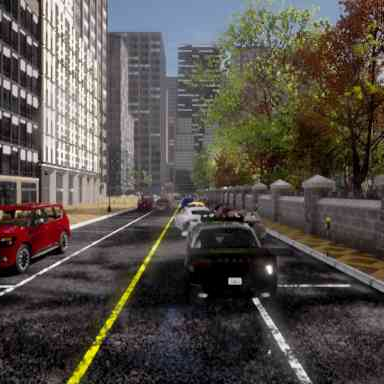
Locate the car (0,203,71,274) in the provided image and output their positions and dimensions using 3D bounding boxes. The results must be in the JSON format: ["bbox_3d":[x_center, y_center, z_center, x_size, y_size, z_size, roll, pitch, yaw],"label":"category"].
[{"bbox_3d":[-5.552,1.313,10.689,2.192,1.841,5.009,0,0,-1],"label":"car"}]

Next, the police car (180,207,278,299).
[{"bbox_3d":[0.757,1.424,8.647,1.930,1.638,5.238,0,0,-1],"label":"police car"}]

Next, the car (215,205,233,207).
[{"bbox_3d":[2.409,1.547,16.186,2.008,1.369,4.403,0,0,-1],"label":"car"}]

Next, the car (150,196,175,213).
[{"bbox_3d":[-3.244,1.514,37.457,1.812,1.442,4.674,0,0,0],"label":"car"}]

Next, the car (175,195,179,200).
[{"bbox_3d":[-3.762,1.517,86.411,1.994,1.385,4.181,0,0,-1],"label":"car"}]

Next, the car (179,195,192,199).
[{"bbox_3d":[-0.483,1.461,45.857,1.882,1.535,5.008,0,0,0],"label":"car"}]

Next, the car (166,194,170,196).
[{"bbox_3d":[-6.214,1.275,77.180,2.192,1.841,5.009,0,0,-1],"label":"car"}]

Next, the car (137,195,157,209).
[{"bbox_3d":[-5.955,1.300,43.936,2.192,1.841,5.009,0,0,-1],"label":"car"}]

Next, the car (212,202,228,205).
[{"bbox_3d":[2.341,1.576,21.736,1.802,1.307,4.206,0,0,-1],"label":"car"}]

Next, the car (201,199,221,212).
[{"bbox_3d":[2.138,1.554,38.384,1.947,1.339,4.313,0,0,-1],"label":"car"}]

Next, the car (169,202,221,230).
[{"bbox_3d":[0.171,1.521,18.328,1.812,1.442,4.674,0,0,-13],"label":"car"}]

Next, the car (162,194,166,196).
[{"bbox_3d":[-6.155,1.498,60.387,1.752,1.417,4.829,0,0,-1],"label":"car"}]

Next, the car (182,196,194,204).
[{"bbox_3d":[-0.735,1.462,63.931,2.128,1.511,4.902,0,0,-1],"label":"car"}]

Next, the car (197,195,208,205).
[{"bbox_3d":[1.868,1.413,60.582,1.967,1.590,4.097,0,0,-1],"label":"car"}]

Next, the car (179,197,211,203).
[{"bbox_3d":[0.312,1.449,24.760,1.801,1.575,5.366,0,0,4],"label":"car"}]

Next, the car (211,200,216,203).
[{"bbox_3d":[2.273,1.558,27.285,1.947,1.339,4.313,0,0,-1],"label":"car"}]
